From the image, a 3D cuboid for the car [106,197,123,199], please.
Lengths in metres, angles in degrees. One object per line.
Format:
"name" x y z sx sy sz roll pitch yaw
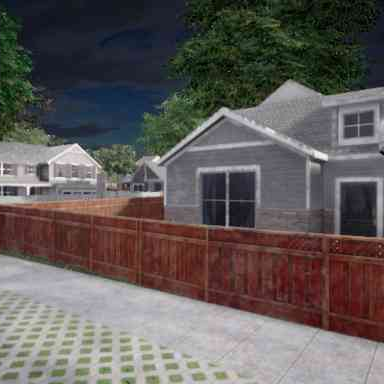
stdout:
"car" -6.915 1.151 28.684 1.812 1.442 4.674 0 1 35
